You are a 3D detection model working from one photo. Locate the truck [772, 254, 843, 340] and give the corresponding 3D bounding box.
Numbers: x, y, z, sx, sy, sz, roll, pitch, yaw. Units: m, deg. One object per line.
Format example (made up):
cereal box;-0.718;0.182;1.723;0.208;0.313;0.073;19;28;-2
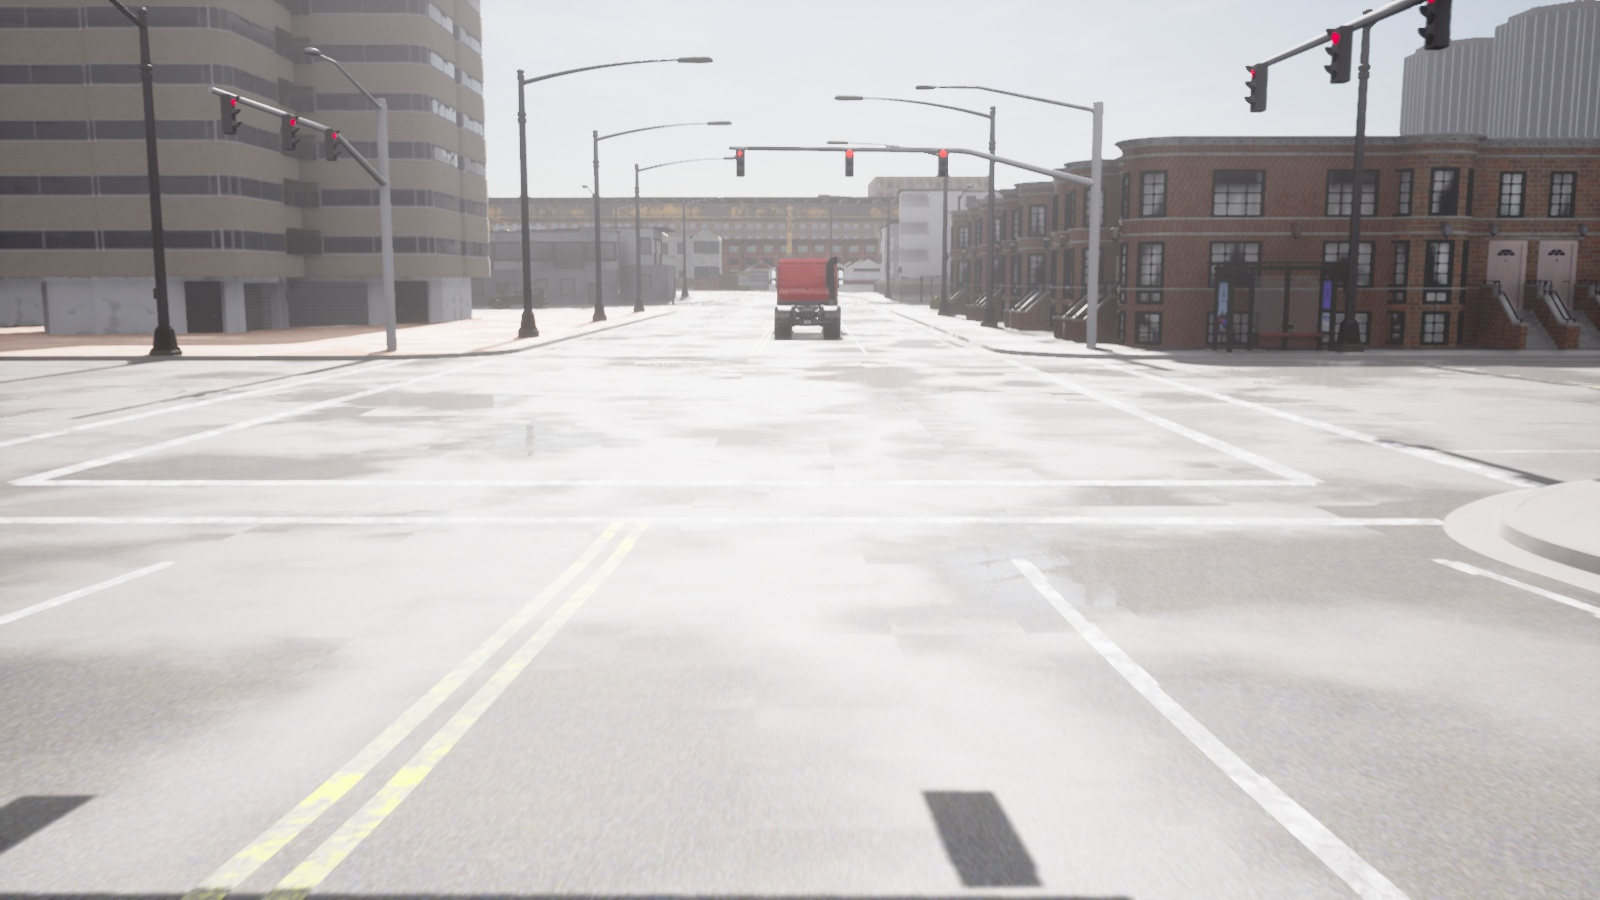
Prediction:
truck;0.332;-6.742;55.049;2.891;3.462;7.936;0;8;0
